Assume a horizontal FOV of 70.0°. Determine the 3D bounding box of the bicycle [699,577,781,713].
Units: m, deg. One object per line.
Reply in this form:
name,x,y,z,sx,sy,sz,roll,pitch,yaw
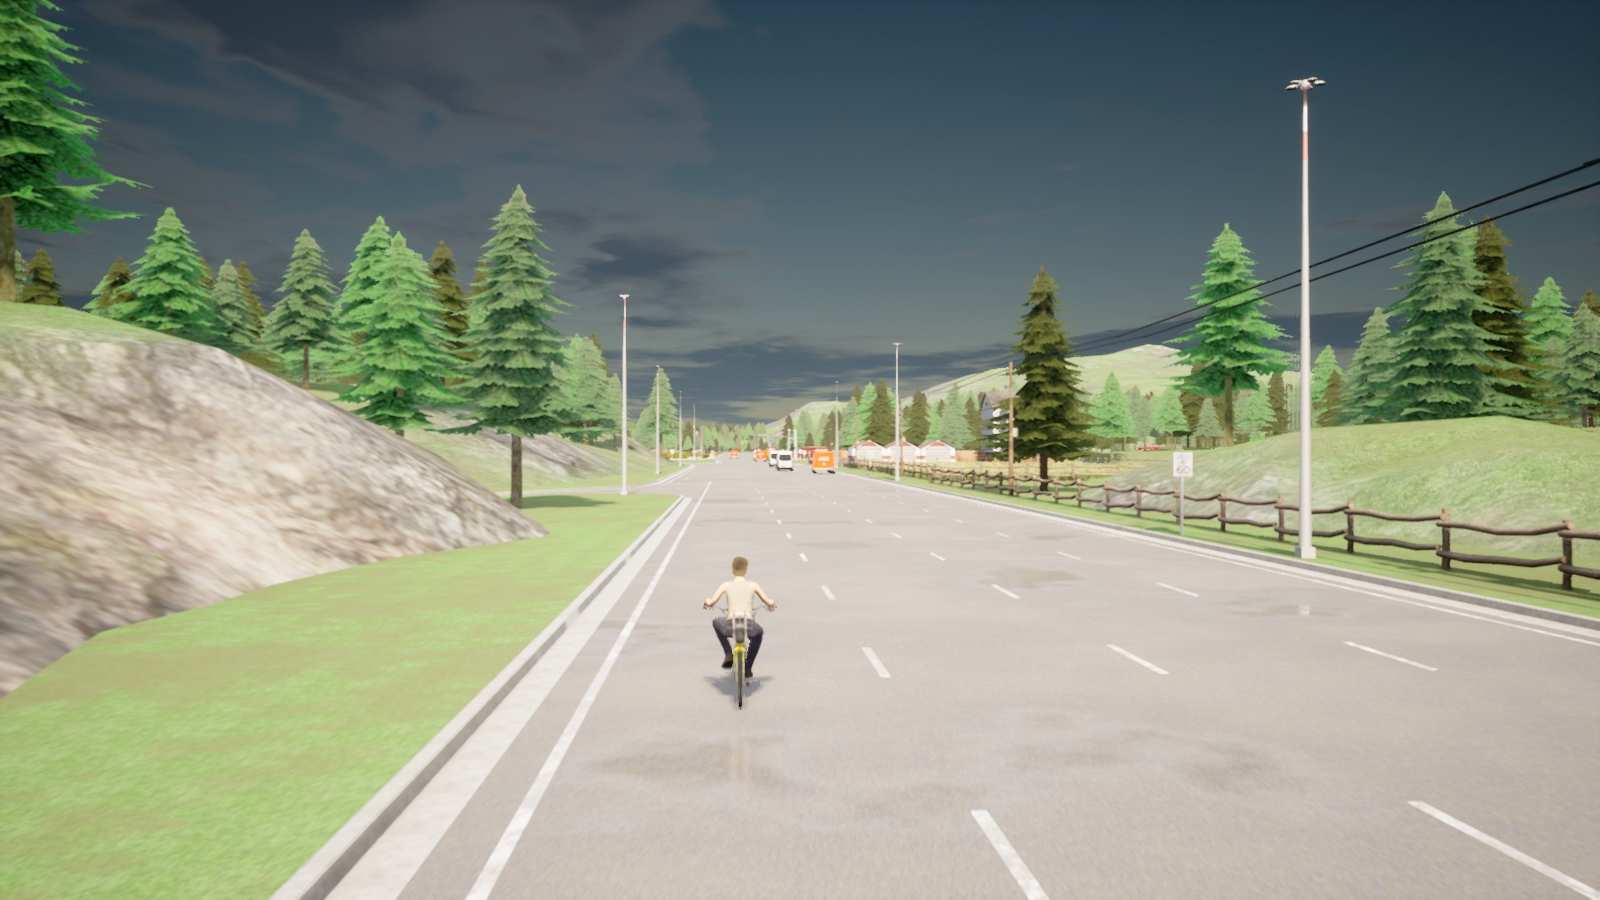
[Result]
bicycle,-0.674,2.147,12.853,0.859,1.276,1.487,0,0,-3
